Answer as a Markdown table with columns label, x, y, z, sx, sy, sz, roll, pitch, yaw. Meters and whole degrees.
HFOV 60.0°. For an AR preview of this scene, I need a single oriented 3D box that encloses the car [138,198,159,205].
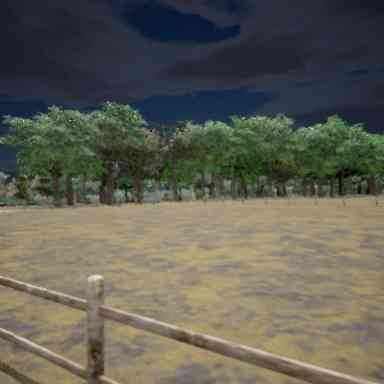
| label | x | y | z | sx | sy | sz | roll | pitch | yaw |
| --- | --- | --- | --- | --- | --- | --- | --- | --- | --- |
| car | -8.649 | 1.890 | 65.960 | 4.181 | 1.385 | 1.994 | -1 | -2 | -37 |
